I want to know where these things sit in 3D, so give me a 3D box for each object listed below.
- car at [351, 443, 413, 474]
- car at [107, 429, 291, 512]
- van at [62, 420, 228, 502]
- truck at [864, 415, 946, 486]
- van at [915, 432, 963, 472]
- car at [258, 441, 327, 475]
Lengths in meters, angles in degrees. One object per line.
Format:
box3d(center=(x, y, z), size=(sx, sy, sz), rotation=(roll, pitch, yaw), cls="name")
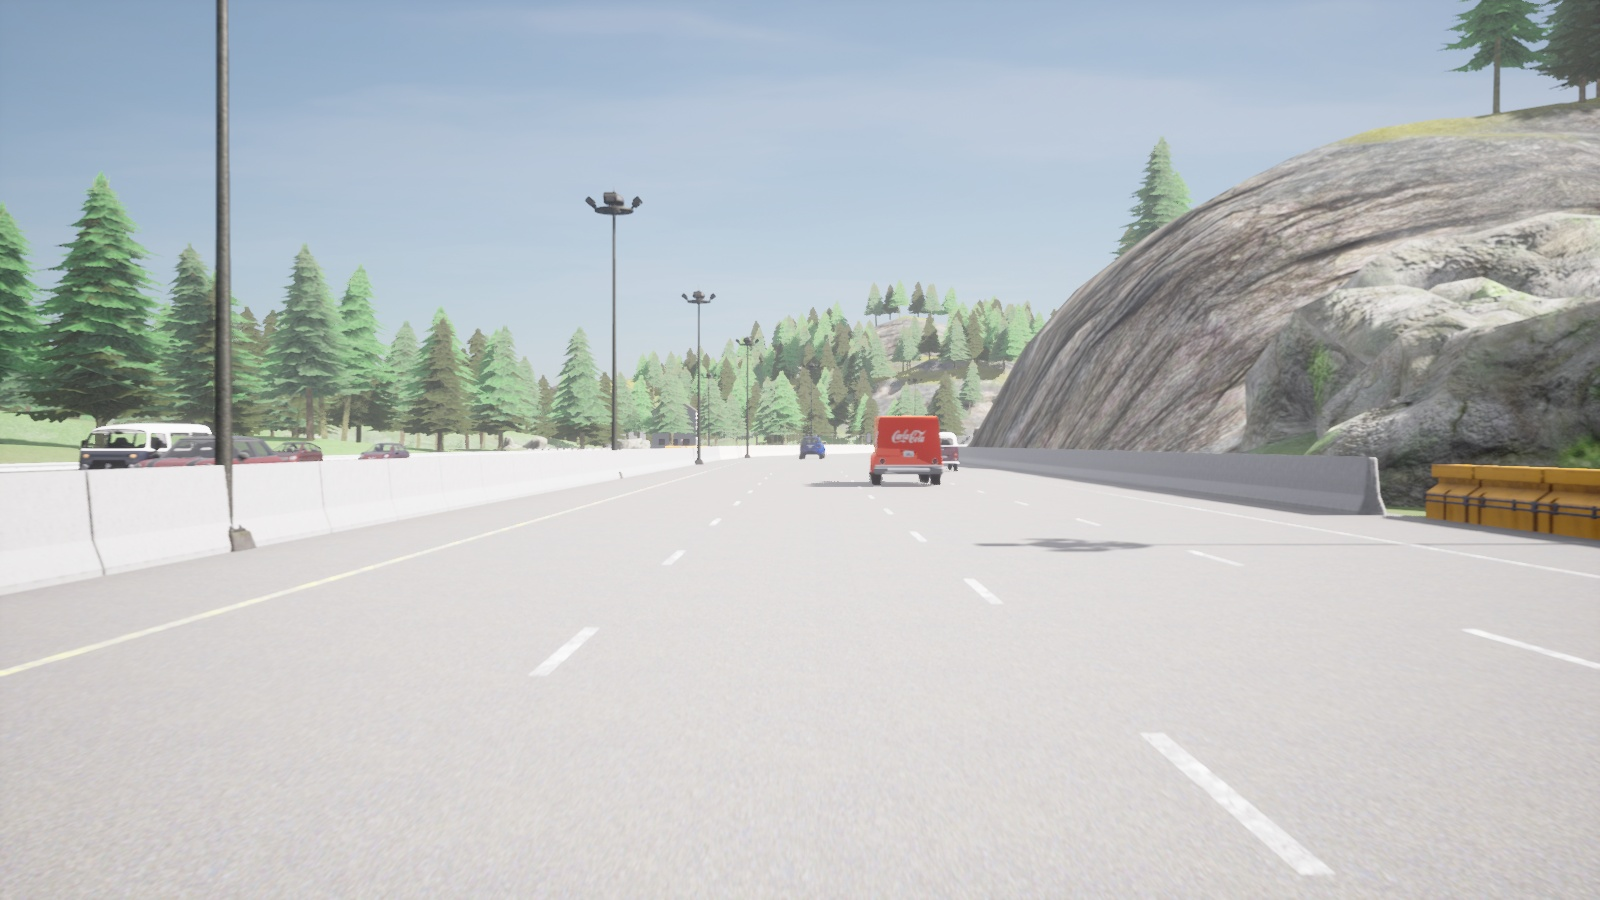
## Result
box3d(center=(-20.631, 0.393, 62.150), size=(1.845, 1.501, 3.633), rotation=(0, 0, 0), cls="car")
box3d(center=(-13.819, 0.429, 29.220), size=(2.097, 1.767, 4.553), rotation=(0, 0, 0), cls="car")
box3d(center=(-17.295, 0.268, 33.433), size=(2.069, 2.038, 4.480), rotation=(0, 0, 0), cls="van")
box3d(center=(3.778, 0.006, 46.182), size=(2.627, 2.467, 5.204), rotation=(0, 1, 0), cls="truck")
box3d(center=(7.398, 0.097, 67.263), size=(2.069, 2.038, 4.480), rotation=(0, 0, 0), cls="van")
box3d(center=(-24.144, 0.368, 59.865), size=(1.789, 1.549, 3.705), rotation=(0, 0, 0), cls="car")
